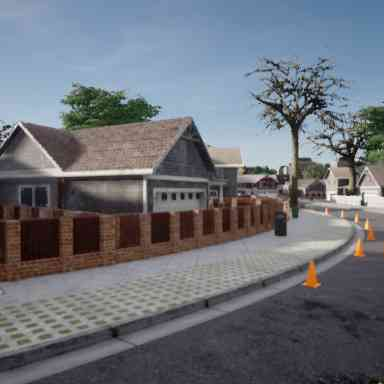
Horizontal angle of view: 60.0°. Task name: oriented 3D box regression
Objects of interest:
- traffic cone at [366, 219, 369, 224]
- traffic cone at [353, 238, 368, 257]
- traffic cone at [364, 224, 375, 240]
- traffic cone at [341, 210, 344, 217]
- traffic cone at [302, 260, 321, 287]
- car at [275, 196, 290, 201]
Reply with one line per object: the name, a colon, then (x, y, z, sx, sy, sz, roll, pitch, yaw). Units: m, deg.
traffic cone: (10.489, 1.912, 19.876, 0.340, 0.580, 0.340, 0, 0, 23)
traffic cone: (5.876, 1.938, 11.677, 0.340, 0.580, 0.340, 0, 0, 36)
traffic cone: (8.419, 1.925, 15.643, 0.340, 0.580, 0.340, 0, 0, 29)
traffic cone: (13.105, 1.888, 28.914, 0.340, 0.580, 0.340, 0, 0, 10)
traffic cone: (2.893, 1.949, 8.030, 0.340, 0.580, 0.340, 0, 0, 43)
car: (16.801, 1.395, 62.382, 2.033, 1.411, 5.357, 0, 0, -2)
